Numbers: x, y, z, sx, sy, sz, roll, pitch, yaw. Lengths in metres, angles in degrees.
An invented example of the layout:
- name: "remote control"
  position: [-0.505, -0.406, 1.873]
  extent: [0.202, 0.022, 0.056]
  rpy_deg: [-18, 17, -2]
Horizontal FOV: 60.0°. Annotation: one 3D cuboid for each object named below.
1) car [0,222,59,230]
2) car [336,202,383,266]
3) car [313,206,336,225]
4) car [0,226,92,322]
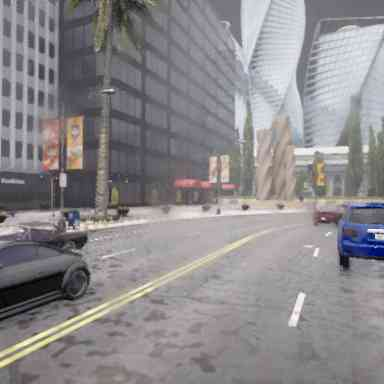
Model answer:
- name: "car"
  position: [-5.673, 1.694, 10.859]
  extent: [1.895, 1.301, 4.718]
  rpy_deg: [0, -1, 24]
- name: "car"
  position: [6.363, 1.379, 11.762]
  extent: [2.150, 2.045, 5.566]
  rpy_deg: [0, -1, 24]
- name: "car"
  position: [11.192, 1.815, 26.248]
  extent: [1.882, 1.535, 5.008]
  rpy_deg: [0, -1, 40]
- name: "car"
  position: [-3.863, 1.615, 6.219]
  extent: [1.994, 1.385, 4.181]
  rpy_deg: [0, -1, 24]
